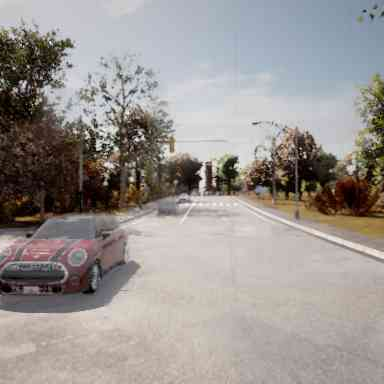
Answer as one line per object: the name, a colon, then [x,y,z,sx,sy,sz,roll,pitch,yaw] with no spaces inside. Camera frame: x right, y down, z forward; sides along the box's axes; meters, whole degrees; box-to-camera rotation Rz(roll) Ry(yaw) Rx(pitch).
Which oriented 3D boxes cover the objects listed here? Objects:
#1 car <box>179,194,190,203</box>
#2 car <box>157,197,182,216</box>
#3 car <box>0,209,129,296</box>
car: [-1.301,1.005,57.982,1.812,1.442,4.674,0,1,3]
car: [-2.306,1.587,33.536,1.837,1.490,4.892,0,1,2]
car: [-3.135,1.390,8.890,2.097,1.767,4.553,0,-1,2]
